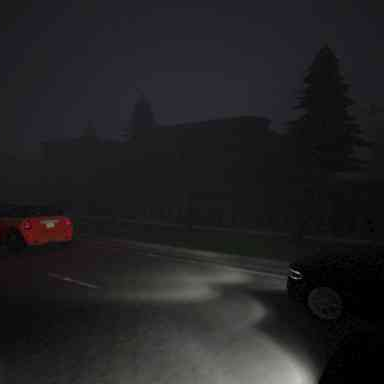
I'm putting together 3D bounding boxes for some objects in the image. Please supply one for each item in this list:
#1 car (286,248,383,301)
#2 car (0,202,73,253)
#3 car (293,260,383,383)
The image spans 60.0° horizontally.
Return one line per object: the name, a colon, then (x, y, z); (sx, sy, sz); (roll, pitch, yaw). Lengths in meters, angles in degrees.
car: (4.077, 1.481, 5.386); (5.008, 1.535, 1.882); (1, 0, 36)
car: (-6.798, 1.182, 13.133); (4.553, 1.767, 2.097); (1, 0, 36)
car: (3.392, 1.573, 1.572); (5.357, 1.411, 2.033); (1, 1, 35)
